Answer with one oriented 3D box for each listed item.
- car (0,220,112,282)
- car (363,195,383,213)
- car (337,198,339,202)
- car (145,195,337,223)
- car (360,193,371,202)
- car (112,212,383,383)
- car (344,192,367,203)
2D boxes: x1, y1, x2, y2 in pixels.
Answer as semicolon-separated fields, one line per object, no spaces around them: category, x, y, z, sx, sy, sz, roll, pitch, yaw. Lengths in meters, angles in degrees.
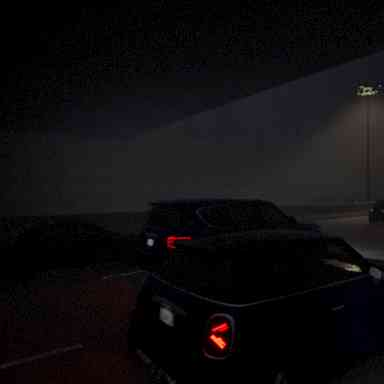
car;-3.657;1.534;9.731;5.357;1.411;2.033;0;0;-35
car;13.746;1.231;22.075;4.553;1.767;2.097;0;0;-35
car;21.607;1.247;53.577;4.902;1.511;2.128;0;0;-35
car;1.256;1.191;8.926;5.566;2.045;2.150;0;0;-35
car;27.710;1.290;49.291;5.357;1.411;2.033;0;0;-35
car;1.461;1.334;4.779;4.553;1.767;2.097;-1;0;-35
car;26.297;0.965;52.571;5.566;2.045;2.150;0;0;-35
